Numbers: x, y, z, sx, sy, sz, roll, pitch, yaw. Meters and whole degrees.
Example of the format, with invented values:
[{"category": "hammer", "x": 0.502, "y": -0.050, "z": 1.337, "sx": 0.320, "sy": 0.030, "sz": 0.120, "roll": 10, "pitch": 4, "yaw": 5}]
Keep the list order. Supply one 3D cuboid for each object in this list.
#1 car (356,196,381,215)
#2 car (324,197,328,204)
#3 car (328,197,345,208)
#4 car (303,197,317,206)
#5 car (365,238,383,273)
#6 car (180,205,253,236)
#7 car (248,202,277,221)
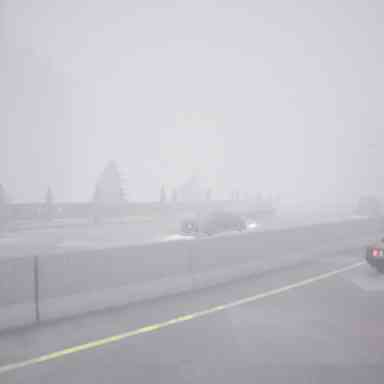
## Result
[{"category": "car", "x": 19.688, "y": 1.441, "z": 37.031, "sx": 2.150, "sy": 2.045, "sz": 5.566, "roll": 0, "pitch": -1, "yaw": 30}, {"category": "car", "x": 31.774, "y": 1.866, "z": 75.610, "sx": 2.097, "sy": 1.767, "sz": 4.553, "roll": 0, "pitch": -1, "yaw": 5}, {"category": "car", "x": 23.687, "y": 1.847, "z": 54.149, "sx": 1.882, "sy": 1.535, "sz": 5.008, "roll": 0, "pitch": 0, "yaw": 20}, {"category": "car", "x": 23.387, "y": 1.853, "z": 66.013, "sx": 2.097, "sy": 1.767, "sz": 4.553, "roll": 0, "pitch": -1, "yaw": 14}, {"category": "car", "x": 6.906, "y": 1.639, "z": 9.696, "sx": 4.718, "sy": 1.301, "sz": 1.895, "roll": 0, "pitch": 0, "yaw": -42}, {"category": "car", "x": 1.288, "y": 1.666, "z": 19.124, "sx": 4.181, "sy": 1.385, "sz": 1.994, "roll": 0, "pitch": -1, "yaw": -45}, {"category": "car", "x": 5.707, "y": 1.653, "z": 29.043, "sx": 1.882, "sy": 1.535, "sz": 5.008, "roll": 0, "pitch": -1, "yaw": 39}]
